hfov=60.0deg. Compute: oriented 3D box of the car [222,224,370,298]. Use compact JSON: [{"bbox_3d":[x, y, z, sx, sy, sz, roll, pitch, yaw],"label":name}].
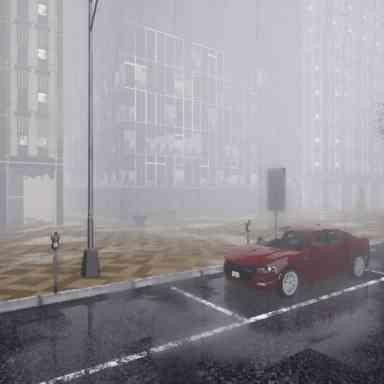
[{"bbox_3d":[2.783,1.545,8.523,4.507,1.381,1.887,0,0,-35],"label":"car"}]
